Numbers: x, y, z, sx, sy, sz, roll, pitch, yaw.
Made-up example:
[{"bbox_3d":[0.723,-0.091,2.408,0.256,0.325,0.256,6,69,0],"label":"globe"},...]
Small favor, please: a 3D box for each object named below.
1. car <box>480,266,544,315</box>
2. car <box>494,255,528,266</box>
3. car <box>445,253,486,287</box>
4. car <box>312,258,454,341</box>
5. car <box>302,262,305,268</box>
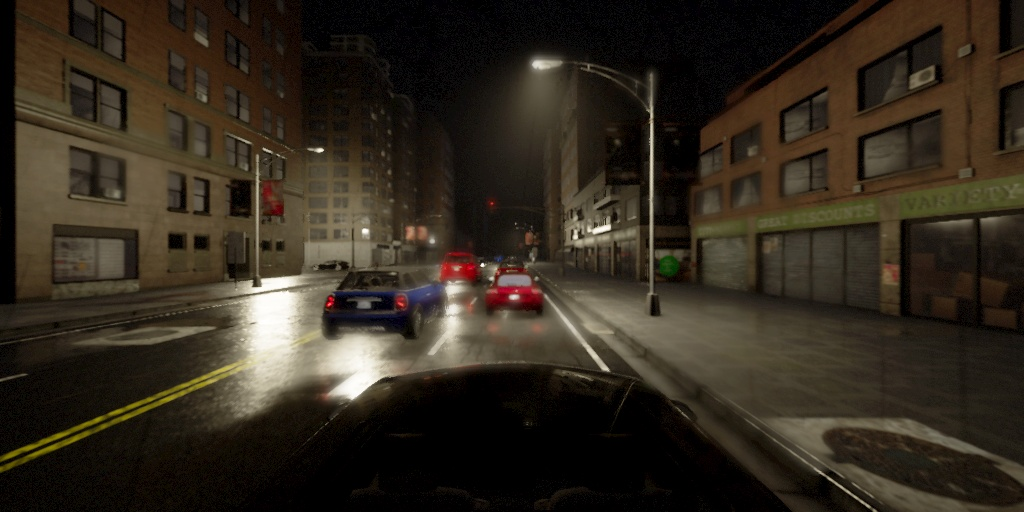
[{"bbox_3d":[0.094,1.247,13.243,1.994,1.385,4.181,0,0,0],"label":"car"},{"bbox_3d":[-0.002,0.978,23.162,2.097,1.767,4.553,0,0,0],"label":"car"},{"bbox_3d":[-3.152,0.848,23.198,2.150,2.045,5.566,0,0,0],"label":"car"},{"bbox_3d":[-3.151,1.055,9.862,2.097,1.767,4.553,0,0,1],"label":"car"},{"bbox_3d":[-27.815,1.082,44.066,4.403,1.370,2.007,0,0,0],"label":"car"}]
